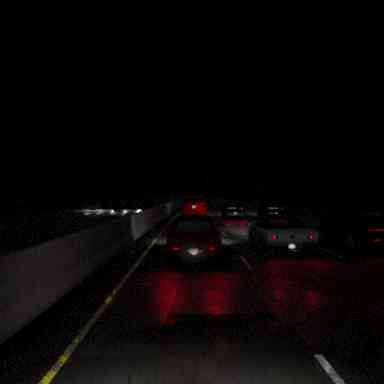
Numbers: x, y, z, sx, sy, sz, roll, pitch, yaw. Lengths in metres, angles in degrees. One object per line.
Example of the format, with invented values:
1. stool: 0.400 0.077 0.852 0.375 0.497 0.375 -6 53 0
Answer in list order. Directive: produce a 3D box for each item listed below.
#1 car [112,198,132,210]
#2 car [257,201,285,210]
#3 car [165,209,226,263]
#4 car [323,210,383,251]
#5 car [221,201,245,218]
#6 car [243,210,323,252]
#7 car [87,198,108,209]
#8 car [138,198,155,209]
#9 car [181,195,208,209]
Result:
1. car: -9.957 1.646 47.433 1.882 1.535 5.008 0 0 2
2. car: 7.269 1.600 30.786 2.128 1.511 4.902 0 0 1
3. car: 0.071 1.568 12.005 1.812 1.442 4.674 0 0 0
4. car: 7.081 1.555 14.255 1.837 1.490 4.892 0 0 0
5. car: 3.768 1.600 30.789 2.128 1.511 4.902 0 0 1
6. car: 3.583 1.651 14.101 1.895 1.301 4.718 0 0 0
7. car: -13.454 1.647 47.512 1.882 1.535 5.008 0 0 2
8. car: -6.450 1.674 47.589 1.837 1.490 4.892 0 0 2
9. car: 0.244 1.326 29.904 2.150 2.045 5.566 0 0 2
